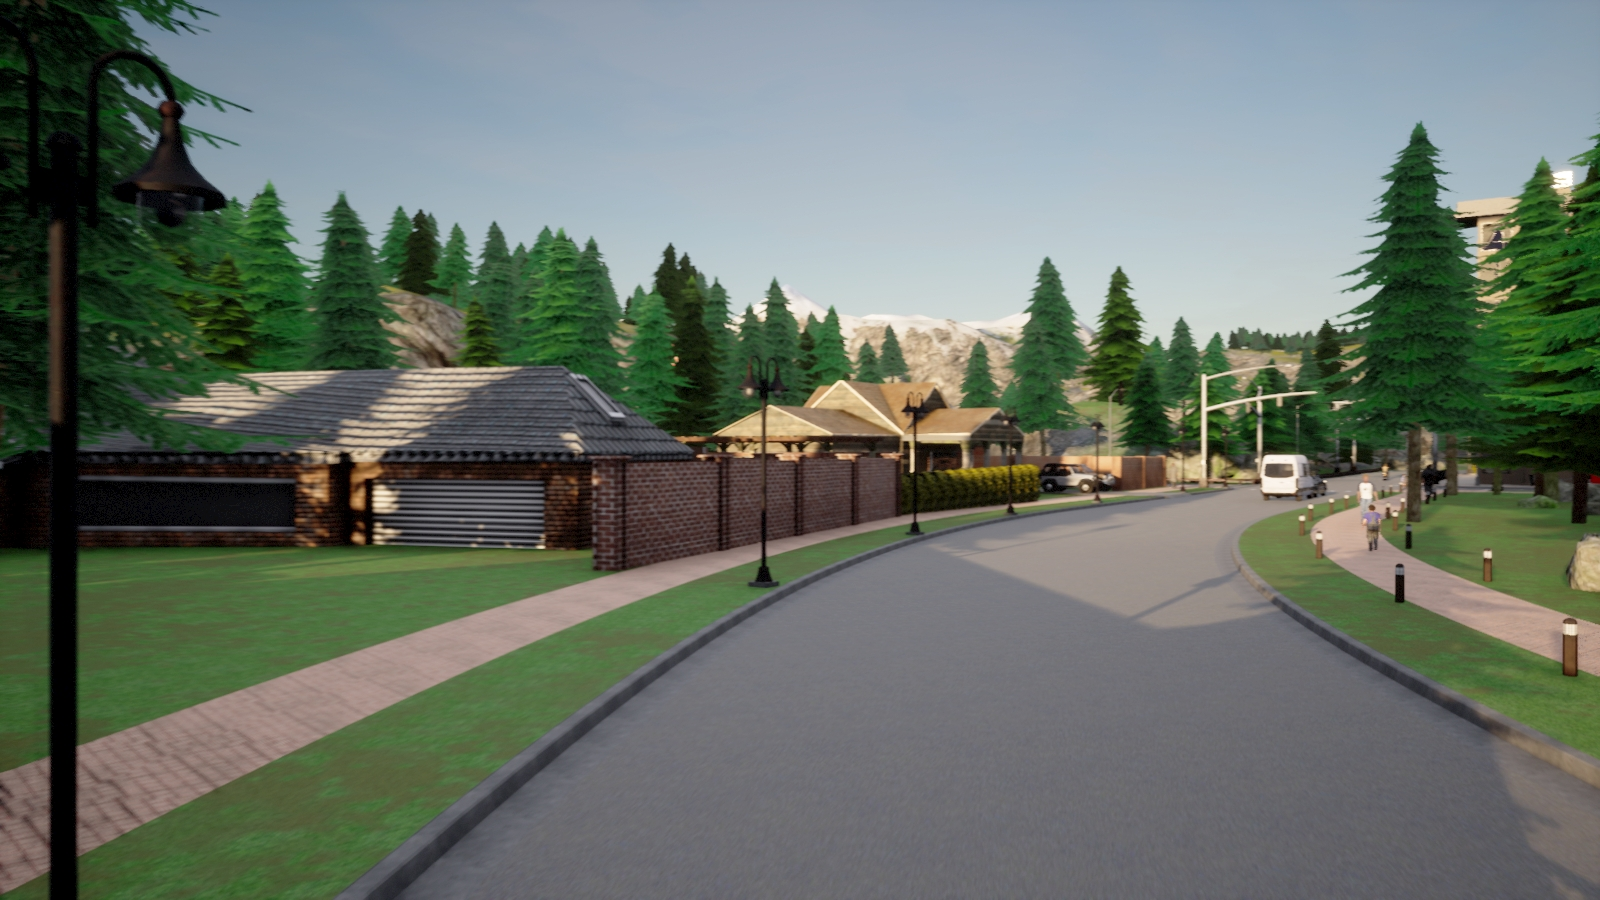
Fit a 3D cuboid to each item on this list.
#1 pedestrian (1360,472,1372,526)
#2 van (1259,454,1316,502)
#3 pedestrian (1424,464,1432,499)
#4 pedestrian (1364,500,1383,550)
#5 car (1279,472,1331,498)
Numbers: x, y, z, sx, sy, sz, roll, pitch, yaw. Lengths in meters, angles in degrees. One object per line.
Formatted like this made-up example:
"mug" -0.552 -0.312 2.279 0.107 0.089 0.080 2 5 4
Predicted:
"pedestrian" 19.566 1.682 39.517 0.375 1.860 0.375 0 0 26
"van" 27.762 1.526 64.909 1.988 2.561 5.915 0 0 33
"pedestrian" 33.825 1.693 61.524 0.375 1.860 0.375 0 0 33
"pedestrian" 15.002 1.957 29.909 0.375 1.300 0.375 0 0 15
"car" 30.791 2.100 69.583 2.033 1.411 5.357 0 0 33
